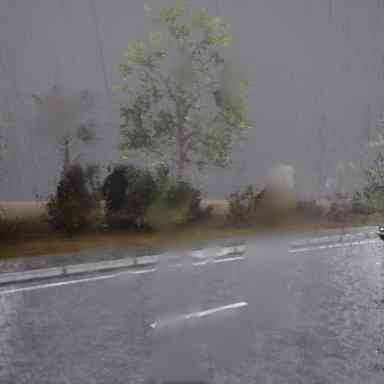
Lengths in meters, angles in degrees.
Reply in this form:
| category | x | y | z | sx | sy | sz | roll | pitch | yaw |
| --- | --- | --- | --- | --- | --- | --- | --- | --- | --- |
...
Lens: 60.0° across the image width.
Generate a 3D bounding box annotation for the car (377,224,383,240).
| category | x | y | z | sx | sy | sz | roll | pitch | yaw |
| --- | --- | --- | --- | --- | --- | --- | --- | --- | --- |
| car | 9.929 | 1.552 | 13.792 | 4.718 | 1.301 | 1.895 | 0 | 0 | -27 |
